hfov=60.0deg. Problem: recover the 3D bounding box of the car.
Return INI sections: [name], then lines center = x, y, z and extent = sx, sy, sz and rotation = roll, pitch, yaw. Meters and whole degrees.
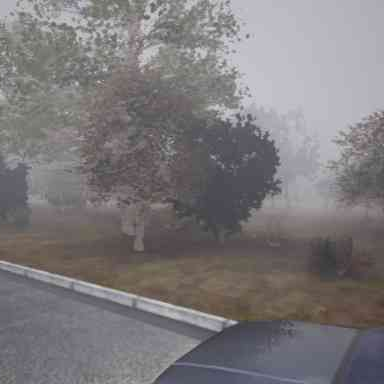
[car]
center = 2.179, 1.548, 1.823
extent = 5.357, 1.411, 2.033
rotation = 0, 0, 36
